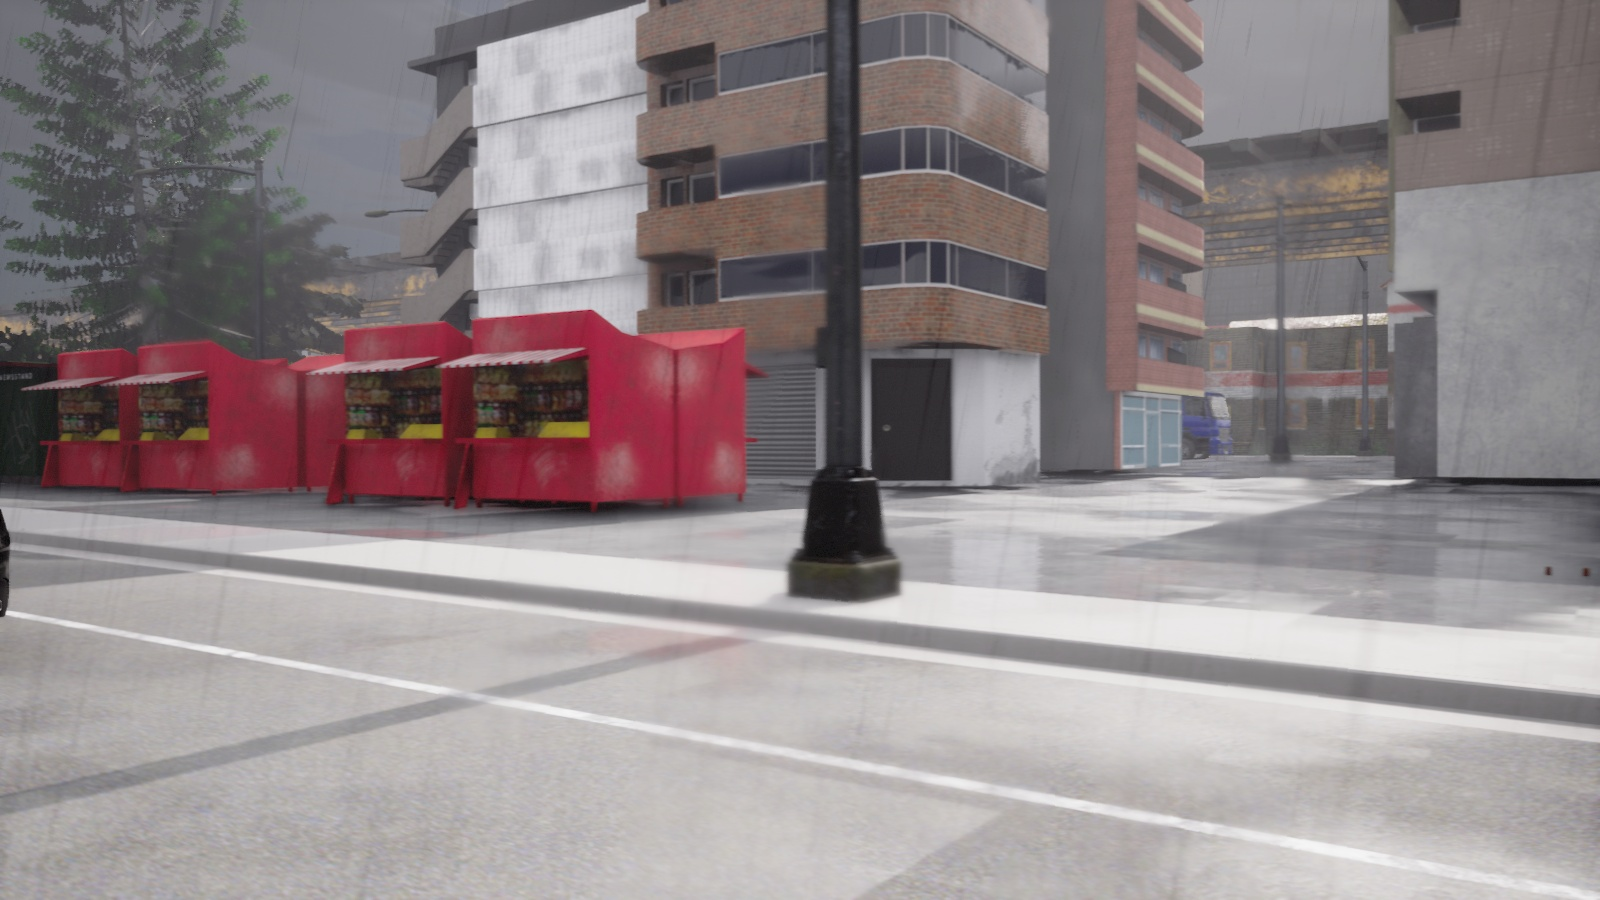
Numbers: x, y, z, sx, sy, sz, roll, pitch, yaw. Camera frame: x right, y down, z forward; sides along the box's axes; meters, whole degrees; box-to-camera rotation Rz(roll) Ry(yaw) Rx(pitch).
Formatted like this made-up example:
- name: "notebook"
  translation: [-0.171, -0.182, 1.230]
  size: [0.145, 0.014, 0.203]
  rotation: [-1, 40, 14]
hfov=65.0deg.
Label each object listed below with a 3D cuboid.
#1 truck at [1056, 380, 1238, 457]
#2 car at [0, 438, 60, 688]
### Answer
- name: "truck"
  translation: [16.773, -1.450, 60.955]
  size: [7.936, 3.462, 2.891]
  rotation: [-1, 0, 34]
- name: "car"
  translation: [-7.148, 0.688, 8.374]
  size: [4.892, 1.490, 1.837]
  rotation: [0, 1, 34]
